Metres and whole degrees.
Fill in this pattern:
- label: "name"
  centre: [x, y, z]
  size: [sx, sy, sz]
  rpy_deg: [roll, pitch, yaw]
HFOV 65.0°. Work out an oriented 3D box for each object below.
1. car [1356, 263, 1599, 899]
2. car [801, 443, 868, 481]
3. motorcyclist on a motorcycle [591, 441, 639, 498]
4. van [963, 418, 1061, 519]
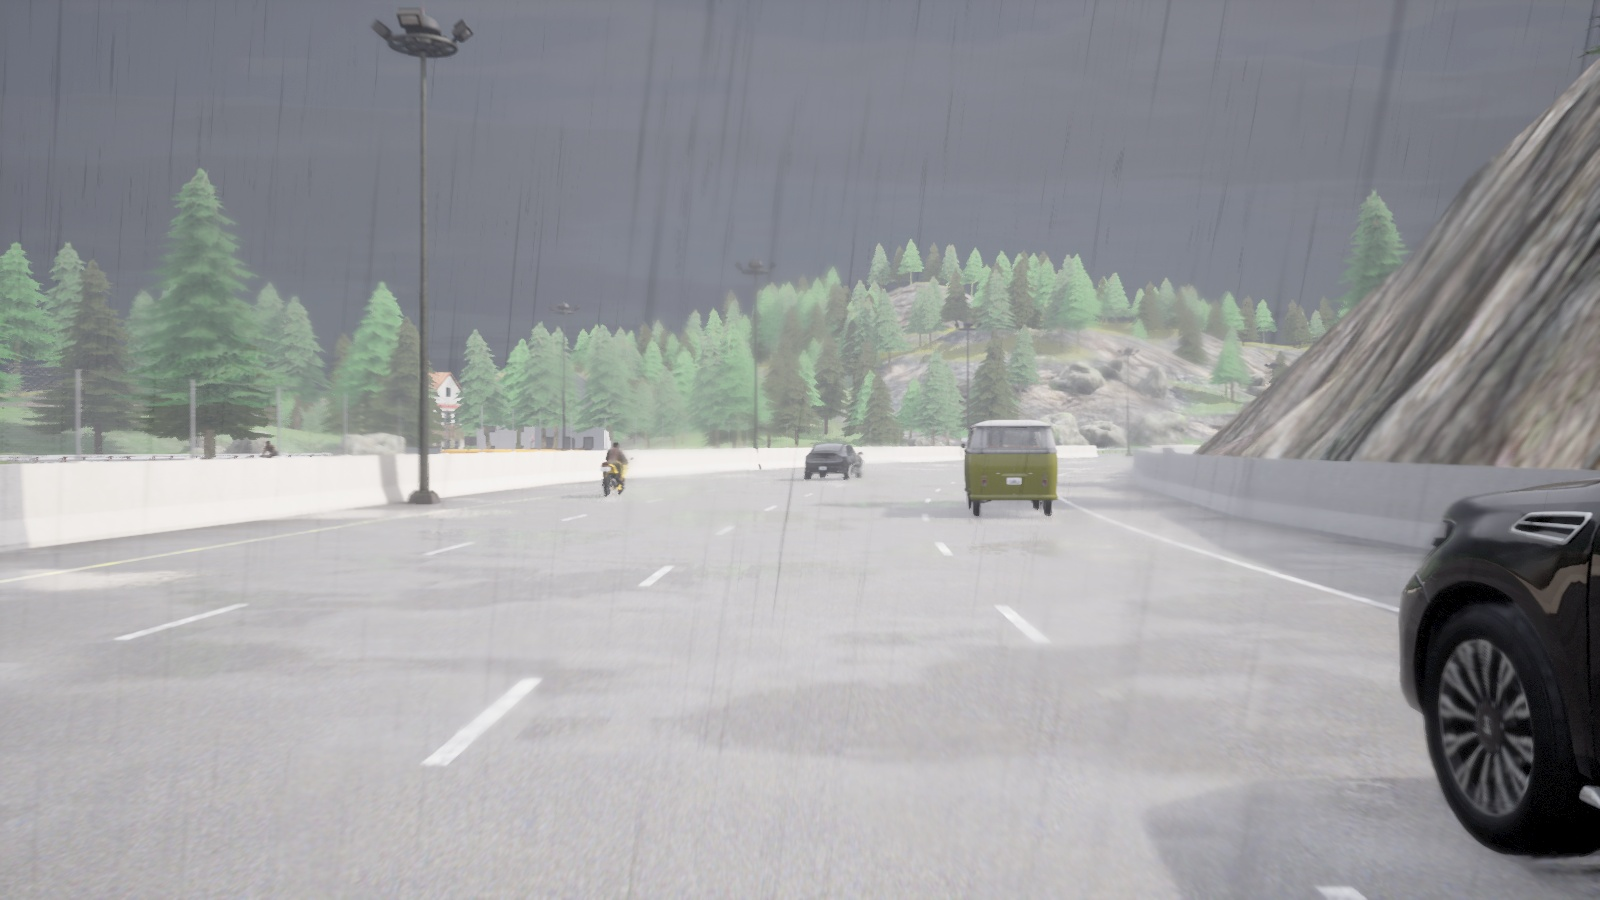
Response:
- label: "car"
  centre: [3.531, 0.453, 2.787]
  size: [2.150, 2.045, 5.566]
  rpy_deg: [0, 0, 0]
- label: "car"
  centre: [1.495, 0.464, 51.816]
  size: [1.837, 1.490, 4.892]
  rpy_deg: [0, 0, 13]
- label: "motorcyclist on a motorcycle"
  centre: [-5.161, 0.528, 35.158]
  size: [0.797, 1.523, 2.044]
  rpy_deg: [1, 0, 8]
- label: "van"
  centre: [4.494, 0.352, 27.094]
  size: [1.775, 1.987, 4.442]
  rpy_deg: [0, 0, 6]
